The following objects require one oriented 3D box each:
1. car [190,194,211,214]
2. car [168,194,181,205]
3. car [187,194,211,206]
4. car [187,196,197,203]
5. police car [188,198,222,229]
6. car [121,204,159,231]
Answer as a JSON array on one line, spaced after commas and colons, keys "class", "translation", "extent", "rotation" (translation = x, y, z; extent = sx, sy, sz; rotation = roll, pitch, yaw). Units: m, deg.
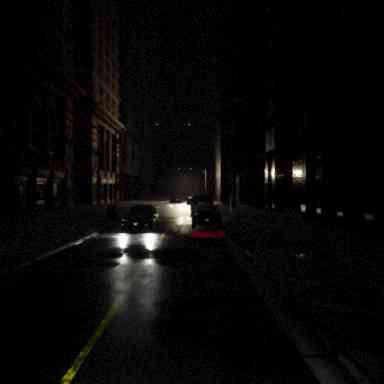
[{"class": "car", "translation": [0.892, 1.276, 38.016], "extent": [2.150, 2.045, 5.566], "rotation": [0, 0, 0]}, {"class": "car", "translation": [-3.044, 1.594, 61.826], "extent": [1.837, 1.490, 4.892], "rotation": [0, 0, 1]}, {"class": "car", "translation": [0.894, 1.264, 32.016], "extent": [2.150, 2.045, 5.566], "rotation": [0, 0, 0]}, {"class": "car", "translation": [-0.015, 1.574, 73.087], "extent": [2.033, 1.411, 5.357], "rotation": [0, 0, 0]}, {"class": "police car", "translation": [0.895, 1.445, 22.095], "extent": [1.930, 1.638, 5.238], "rotation": [0, 0, 0]}, {"class": "car", "translation": [-3.104, 1.522, 20.693], "extent": [1.837, 1.490, 4.892], "rotation": [0, 0, 0]}]
